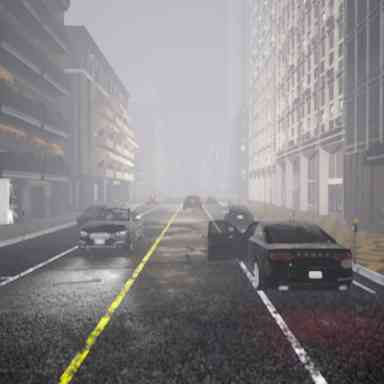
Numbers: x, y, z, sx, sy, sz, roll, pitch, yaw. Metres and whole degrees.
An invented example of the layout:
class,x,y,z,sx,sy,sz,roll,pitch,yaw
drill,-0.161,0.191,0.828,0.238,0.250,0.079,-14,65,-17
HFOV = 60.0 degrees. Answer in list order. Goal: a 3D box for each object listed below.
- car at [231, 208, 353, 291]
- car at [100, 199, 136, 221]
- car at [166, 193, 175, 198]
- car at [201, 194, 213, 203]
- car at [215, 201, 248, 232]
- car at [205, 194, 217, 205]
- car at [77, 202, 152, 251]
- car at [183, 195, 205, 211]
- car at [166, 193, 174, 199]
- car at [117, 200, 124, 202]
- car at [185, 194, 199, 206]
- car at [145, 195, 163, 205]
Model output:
class,x,y,z,sx,sy,sz,roll,pitch,yaw
car,2.363,1.412,8.836,1.882,1.535,5.008,0,0,0
car,-5.685,1.337,26.103,1.752,1.417,4.829,0,0,0
car,-5.670,0.954,88.406,2.008,1.369,4.403,0,0,0
car,2.703,1.133,60.162,2.008,1.369,4.403,0,0,0
car,2.695,1.416,20.623,1.947,1.339,4.313,0,0,0
car,2.701,1.202,48.864,1.887,1.381,4.507,0,0,0
car,-3.096,1.391,13.597,2.128,1.511,4.902,0,0,0
car,0.087,1.088,37.148,2.097,1.767,4.553,0,0,0
car,-5.672,0.989,82.758,2.008,1.369,4.403,0,0,0
car,-5.687,1.416,20.625,1.947,1.339,4.313,0,0,0
car,0.028,1.146,47.236,1.882,1.535,5.008,0,0,0
car,-5.679,1.097,48.866,1.967,1.590,4.097,0,0,0
